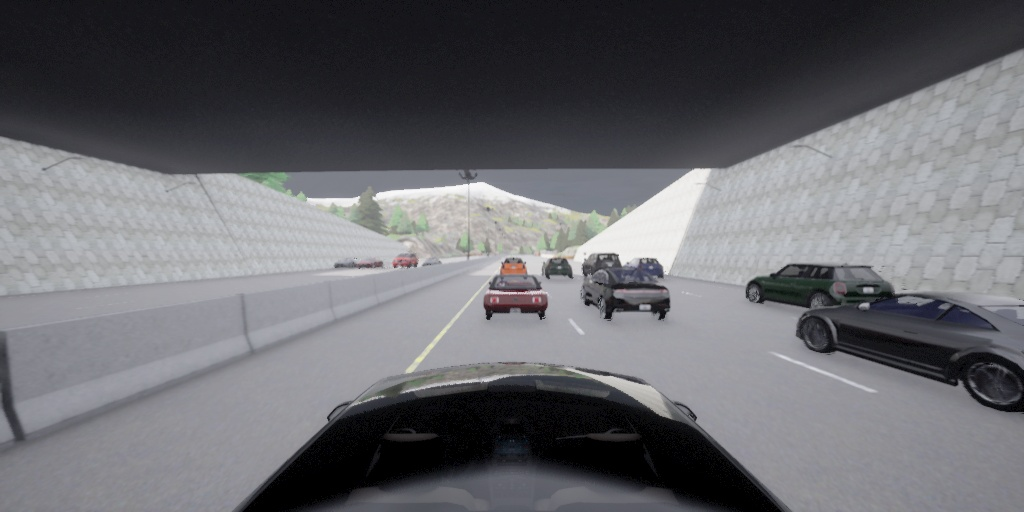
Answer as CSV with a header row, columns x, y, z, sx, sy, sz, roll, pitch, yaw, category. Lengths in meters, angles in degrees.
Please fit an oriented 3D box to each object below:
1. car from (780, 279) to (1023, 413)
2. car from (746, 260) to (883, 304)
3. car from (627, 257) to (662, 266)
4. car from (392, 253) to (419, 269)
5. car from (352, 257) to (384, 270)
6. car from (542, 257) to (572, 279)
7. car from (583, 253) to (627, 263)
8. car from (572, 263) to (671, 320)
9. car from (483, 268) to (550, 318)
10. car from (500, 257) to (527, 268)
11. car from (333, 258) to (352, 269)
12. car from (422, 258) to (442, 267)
x,y,z,sx,sy,sz,roll,pitch,yaw,category
7.100,1.281,5.989,1.994,1.385,4.181,0,0,0,car
10.604,1.015,12.791,2.097,1.767,4.553,0,0,0,car
10.625,0.881,29.489,2.097,1.767,4.553,0,0,0,car
-14.024,0.605,47.575,2.150,2.045,5.566,0,0,0,car
-17.539,0.881,44.640,1.882,1.535,5.008,0,1,0,car
3.625,0.880,29.476,2.097,1.767,4.553,0,0,0,car
7.125,0.756,28.803,2.150,2.045,5.566,0,0,0,car
3.604,1.159,12.129,2.128,1.511,4.902,0,0,0,car
0.104,1.265,12.423,1.895,1.301,4.718,0,0,0,car
0.125,0.880,29.473,2.097,1.767,4.553,0,0,0,car
-21.032,0.958,45.862,1.994,1.385,4.181,0,0,0,car
-10.523,0.946,47.577,1.994,1.385,4.181,0,0,0,car
